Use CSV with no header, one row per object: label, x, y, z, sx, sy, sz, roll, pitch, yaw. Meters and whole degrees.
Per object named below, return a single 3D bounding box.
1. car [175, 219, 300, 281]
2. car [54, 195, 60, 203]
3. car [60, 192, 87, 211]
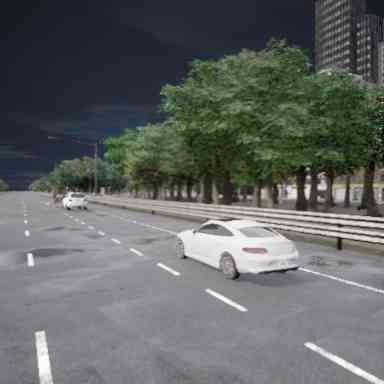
car,1.109,1.516,9.931,1.812,1.442,4.674,0,0,-27
car,-25.141,1.244,63.494,1.812,1.442,4.674,0,0,-19
car,-13.767,1.058,39.037,2.150,2.045,5.566,0,0,-27
